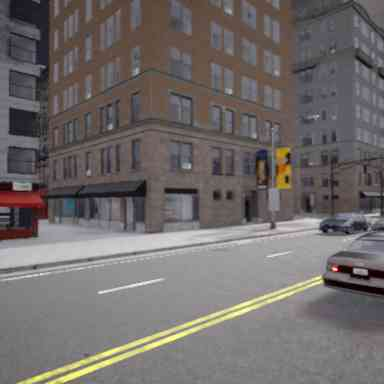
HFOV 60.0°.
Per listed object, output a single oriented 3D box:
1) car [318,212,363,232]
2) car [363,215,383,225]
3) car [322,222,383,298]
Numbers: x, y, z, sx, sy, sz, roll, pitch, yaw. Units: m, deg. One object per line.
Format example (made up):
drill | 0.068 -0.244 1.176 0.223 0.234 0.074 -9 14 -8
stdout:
car | 10.766 2.108 23.057 5.357 1.411 2.033 1 -2 -43
car | 12.813 2.018 20.519 5.357 1.411 2.033 1 -2 -43
car | 5.344 1.751 8.705 5.357 1.411 2.033 1 -2 -44
